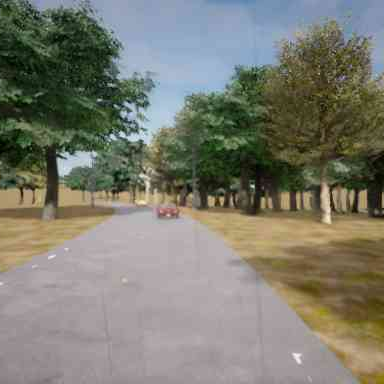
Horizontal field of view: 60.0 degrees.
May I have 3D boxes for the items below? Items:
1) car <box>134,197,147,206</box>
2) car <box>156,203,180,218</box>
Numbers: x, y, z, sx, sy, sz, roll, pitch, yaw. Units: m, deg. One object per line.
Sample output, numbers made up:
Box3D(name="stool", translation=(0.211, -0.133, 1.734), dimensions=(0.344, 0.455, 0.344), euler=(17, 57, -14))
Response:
Box3D(name="car", translation=(-9.513, 1.725, 61.227), dimensions=(1.801, 1.575, 5.366), euler=(-1, 0, -17))
Box3D(name="car", translation=(-2.256, 1.668, 30.043), dimensions=(1.895, 1.301, 4.718), euler=(0, 0, -8))
